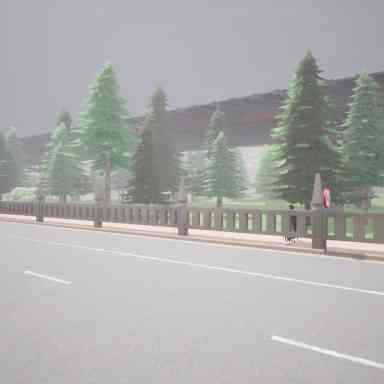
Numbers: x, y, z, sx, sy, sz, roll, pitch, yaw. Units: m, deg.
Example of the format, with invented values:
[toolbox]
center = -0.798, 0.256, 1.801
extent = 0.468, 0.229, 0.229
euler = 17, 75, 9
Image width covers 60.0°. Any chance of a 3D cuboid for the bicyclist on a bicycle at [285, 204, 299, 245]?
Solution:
[bicyclist on a bicycle]
center = 4.109, 1.342, 13.597
extent = 0.582, 1.620, 1.656
euler = 0, -3, 35
